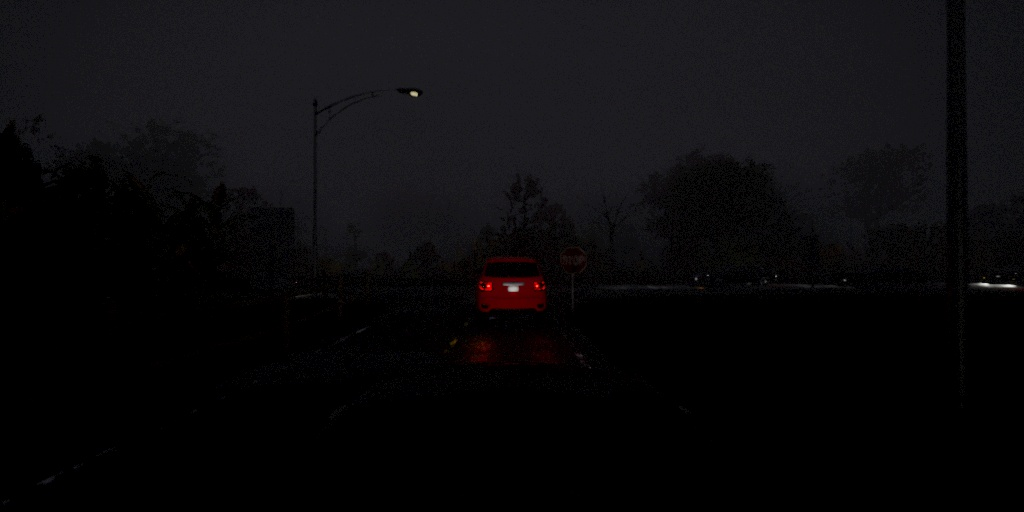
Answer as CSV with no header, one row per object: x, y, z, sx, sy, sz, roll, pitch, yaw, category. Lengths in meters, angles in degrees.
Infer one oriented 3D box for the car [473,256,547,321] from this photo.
-0.189,1.032,12.866,2.150,2.045,5.566,0,0,-5,car

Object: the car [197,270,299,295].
-15.500,1.513,20.888,5.357,1.411,2.033,0,0,1,car

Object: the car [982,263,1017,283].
33.530,1.122,23.241,4.181,1.385,1.994,-1,0,1,car

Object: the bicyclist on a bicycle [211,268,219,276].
-22.455,1.480,26.944,0.582,1.620,1.656,0,0,1,bicyclist on a bicycle

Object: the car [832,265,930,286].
23.895,1.244,23.364,4.718,1.301,1.895,0,0,1,car

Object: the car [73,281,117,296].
-25.280,1.520,21.007,5.008,1.535,1.882,0,0,1,car

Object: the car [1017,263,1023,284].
32.638,1.043,20.310,5.008,1.535,1.882,-1,0,1,car

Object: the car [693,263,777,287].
14.516,1.214,23.478,4.902,1.511,2.128,0,0,1,car
